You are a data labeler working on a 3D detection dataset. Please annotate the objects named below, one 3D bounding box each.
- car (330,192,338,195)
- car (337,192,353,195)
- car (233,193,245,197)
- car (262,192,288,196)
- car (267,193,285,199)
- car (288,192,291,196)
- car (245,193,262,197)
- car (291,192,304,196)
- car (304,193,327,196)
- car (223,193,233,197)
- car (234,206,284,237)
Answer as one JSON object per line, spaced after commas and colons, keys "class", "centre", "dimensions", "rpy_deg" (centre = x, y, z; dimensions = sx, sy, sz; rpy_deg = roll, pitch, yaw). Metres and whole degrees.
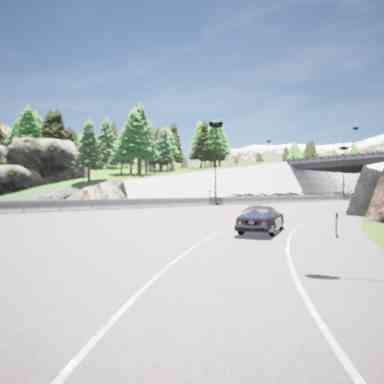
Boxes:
{"class": "car", "centre": [37.361, 1.023, 87.770], "dimensions": [4.902, 1.511, 2.128], "rpy_deg": [0, 1, -41]}
{"class": "car", "centre": [40.015, 1.121, 85.437], "dimensions": [4.718, 1.301, 1.895], "rpy_deg": [0, 1, -41]}
{"class": "car", "centre": [11.404, 1.043, 70.027], "dimensions": [4.674, 1.442, 1.812], "rpy_deg": [0, 1, -41]}
{"class": "car", "centre": [16.177, 1.136, 64.908], "dimensions": [4.181, 1.385, 1.994], "rpy_deg": [0, 1, -41]}
{"class": "car", "centre": [20.881, 0.963, 82.811], "dimensions": [4.892, 1.490, 1.837], "rpy_deg": [0, 1, -41]}
{"class": "car", "centre": [23.423, 0.847, 80.380], "dimensions": [4.553, 1.767, 2.097], "rpy_deg": [0, 1, -41]}
{"class": "car", "centre": [13.722, 1.069, 67.406], "dimensions": [4.902, 1.511, 2.128], "rpy_deg": [0, 1, -41]}
{"class": "car", "centre": [25.684, 1.075, 77.710], "dimensions": [4.181, 1.385, 1.994], "rpy_deg": [0, 1, -41]}
{"class": "car", "centre": [28.042, 1.077, 75.122], "dimensions": [4.902, 1.511, 2.128], "rpy_deg": [0, 1, -41]}
{"class": "car", "centre": [8.885, 1.014, 72.477], "dimensions": [4.902, 1.511, 2.128], "rpy_deg": [0, 1, -41]}
{"class": "car", "centre": [3.652, 1.430, 17.529], "dimensions": [2.033, 1.411, 5.357], "rpy_deg": [0, 0, 22]}
